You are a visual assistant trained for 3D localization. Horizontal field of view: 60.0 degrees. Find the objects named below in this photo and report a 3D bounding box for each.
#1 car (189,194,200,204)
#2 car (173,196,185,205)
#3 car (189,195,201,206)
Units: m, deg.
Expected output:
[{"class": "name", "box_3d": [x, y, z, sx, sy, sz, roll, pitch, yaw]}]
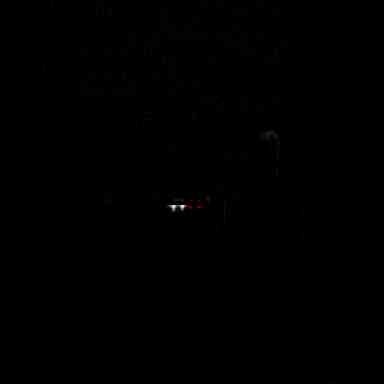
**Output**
[{"class": "car", "box_3d": [0.511, 1.311, 63.562, 2.097, 1.767, 4.553, 0, 0, 0]}, {"class": "car", "box_3d": [-2.283, 1.484, 57.793, 1.812, 1.442, 4.674, 0, 0, 0]}, {"class": "car", "box_3d": [0.433, 1.483, 53.573, 1.812, 1.442, 4.674, 0, 0, 0]}]
